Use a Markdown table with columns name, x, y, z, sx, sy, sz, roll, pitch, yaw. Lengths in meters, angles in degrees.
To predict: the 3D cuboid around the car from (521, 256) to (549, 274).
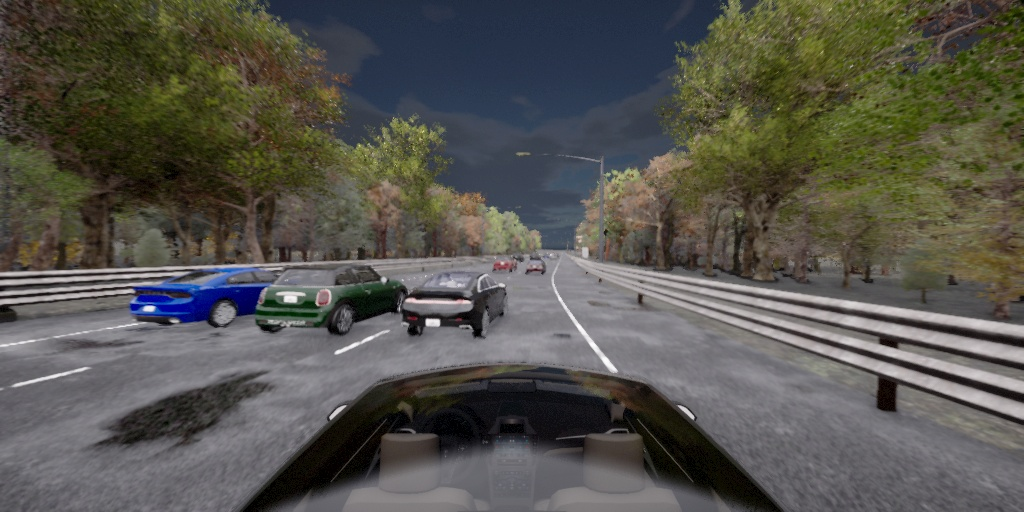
| name | x | y | z | sx | sy | sz | roll | pitch | yaw |
| --- | --- | --- | --- | --- | --- | --- | --- | --- | --- |
| car | 2.505 | 1.051 | 36.733 | 2.033 | 1.411 | 5.357 | 1 | 0 | 8 |

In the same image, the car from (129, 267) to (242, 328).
| name | x | y | z | sx | sy | sz | roll | pitch | yaw |
| --- | --- | --- | --- | --- | --- | --- | --- | --- | --- |
| car | -8.244 | 1.085 | 10.939 | 1.882 | 1.535 | 5.008 | 1 | 0 | 8 |

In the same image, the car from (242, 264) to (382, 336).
| name | x | y | z | sx | sy | sz | roll | pitch | yaw |
| --- | --- | --- | --- | --- | --- | --- | --- | --- | --- |
| car | -4.792 | 1.001 | 10.346 | 2.097 | 1.767 | 4.553 | 1 | 0 | 8 |

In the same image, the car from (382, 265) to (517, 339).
| name | x | y | z | sx | sy | sz | roll | pitch | yaw |
| --- | --- | --- | --- | --- | --- | --- | --- | --- | --- |
| car | -1.320 | 1.173 | 9.940 | 2.128 | 1.511 | 4.902 | 1 | 0 | 8 |

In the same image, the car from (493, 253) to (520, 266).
| name | x | y | z | sx | sy | sz | roll | pitch | yaw |
| --- | --- | --- | --- | --- | --- | --- | --- | --- | --- |
| car | -0.687 | 0.806 | 39.126 | 2.097 | 1.767 | 4.553 | 1 | 0 | 8 |
